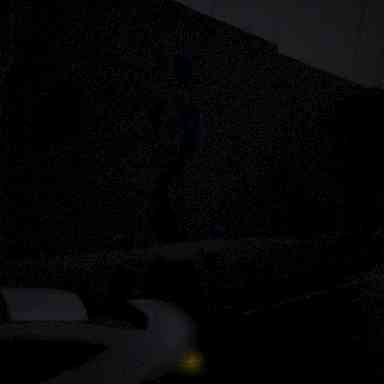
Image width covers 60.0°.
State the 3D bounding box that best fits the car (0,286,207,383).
[{"bbox_3d":[-2.021,1.521,2.244,4.674,1.442,1.812,1,0,-35],"label":"car"}]
